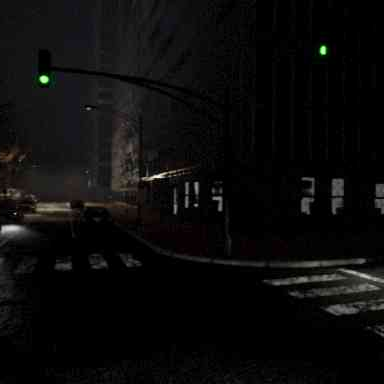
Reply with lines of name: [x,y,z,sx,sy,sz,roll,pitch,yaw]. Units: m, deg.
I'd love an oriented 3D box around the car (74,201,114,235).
car: [-5.817,1.573,19.869,1.967,1.590,4.097,1,-1,-21]

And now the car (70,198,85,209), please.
car: [-17.845,1.728,51.763,1.967,1.590,4.097,2,-1,-21]

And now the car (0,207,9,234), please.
car: [-10.809,1.610,16.681,1.895,1.301,4.718,1,-1,-21]

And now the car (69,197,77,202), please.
car: [-31.880,1.988,88.976,1.802,1.307,4.206,2,-1,-21]

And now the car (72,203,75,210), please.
car: [-7.825,1.726,25.183,1.947,1.339,4.313,1,-1,-21]

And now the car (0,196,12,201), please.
car: [-21.675,1.386,38.180,2.192,1.841,5.009,1,-1,-21]

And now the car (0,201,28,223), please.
car: [-14.332,1.658,26.024,1.895,1.301,4.718,1,-1,-21]

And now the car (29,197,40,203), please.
car: [-35.716,1.790,75.400,1.802,1.307,4.206,2,-1,-21]

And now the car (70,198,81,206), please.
car: [-21.916,1.855,62.555,1.752,1.417,4.829,2,-1,-21]

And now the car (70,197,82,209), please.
car: [-15.843,1.831,46.445,1.947,1.339,4.313,2,-1,-21]

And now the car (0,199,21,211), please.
car: [-23.685,1.677,43.493,1.802,1.307,4.206,2,-1,-21]

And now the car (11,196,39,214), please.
car: [-18.683,1.594,37.611,1.882,1.535,5.008,1,-1,-20]
